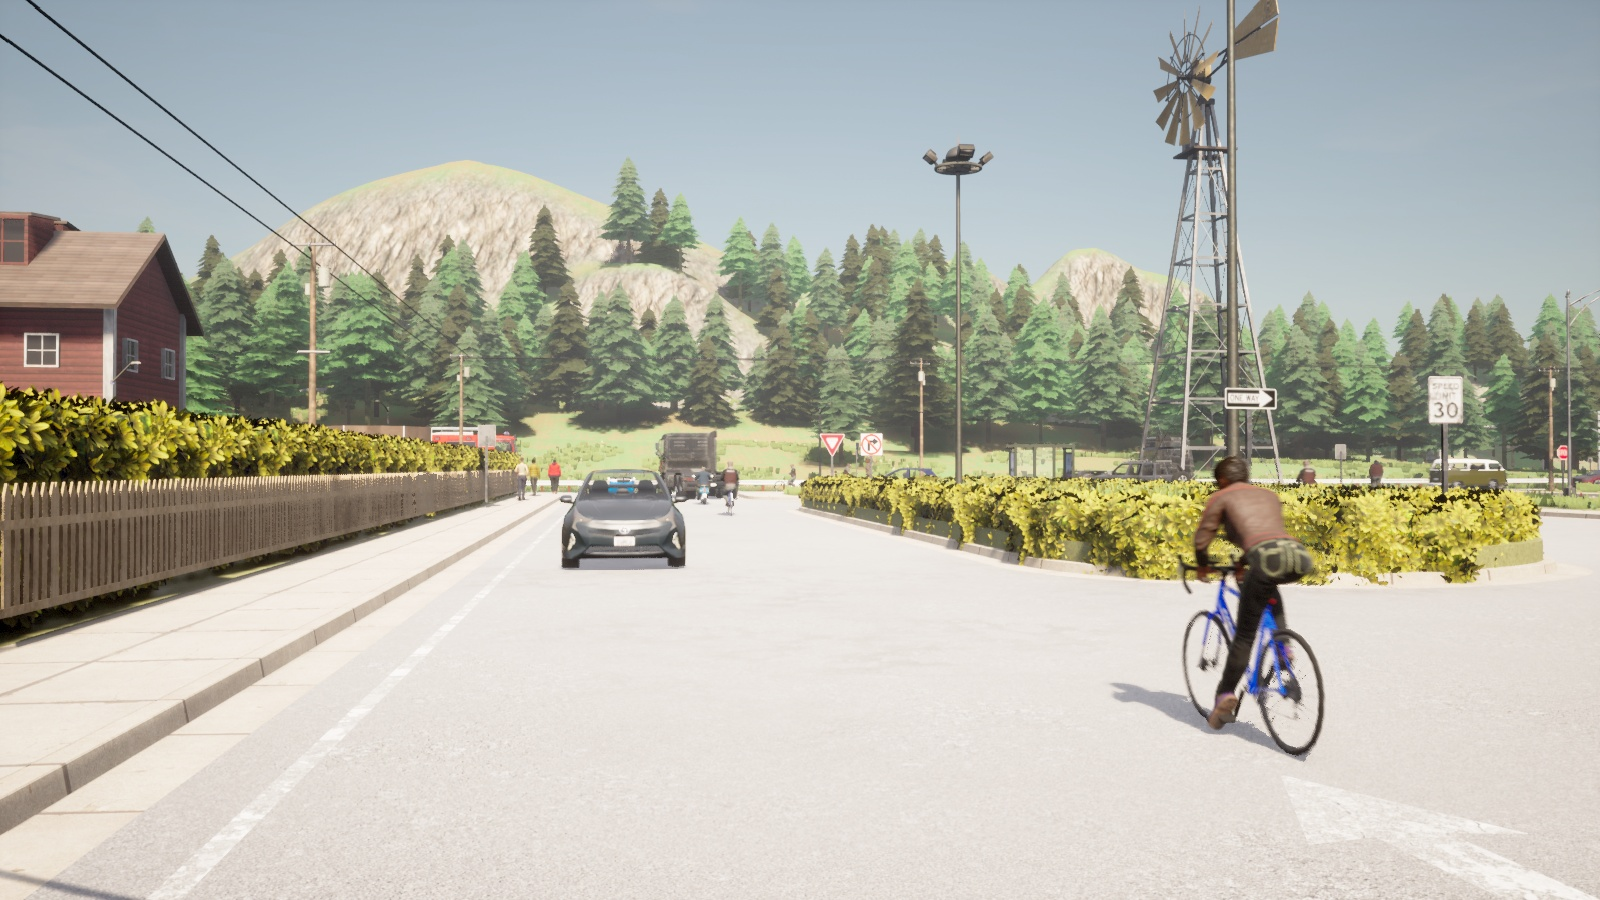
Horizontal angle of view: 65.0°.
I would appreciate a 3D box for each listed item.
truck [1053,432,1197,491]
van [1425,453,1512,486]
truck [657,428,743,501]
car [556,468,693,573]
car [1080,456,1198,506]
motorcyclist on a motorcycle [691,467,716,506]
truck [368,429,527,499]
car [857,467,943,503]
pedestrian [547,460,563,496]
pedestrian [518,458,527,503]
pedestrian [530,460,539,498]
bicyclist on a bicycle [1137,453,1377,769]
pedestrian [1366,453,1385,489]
[{"bbox_3d":[19.659,0.681,76.158,7.936,3.462,2.891,0,-1,-8],"label":"truck"},{"bbox_3d":[42.213,1.233,79.349,4.480,2.038,2.069,0,-1,-8],"label":"van"},{"bbox_3d":[-5.225,0.736,64.061,2.891,3.462,7.936,-1,-1,-15],"label":"truck"},{"bbox_3d":[-2.912,1.065,20.777,2.007,1.525,4.514,0,-1,-8],"label":"car"},{"bbox_3d":[13.112,1.172,48.869,1.932,1.855,4.605,0,-1,-24],"label":"car"},{"bbox_3d":[-4.042,1.507,52.485,0.866,1.590,1.817,0,-1,-8],"label":"motorcyclist on a motorcycle"},{"bbox_3d":[-19.820,0.774,70.953,8.468,3.827,2.891,0,-1,-15],"label":"truck"},{"bbox_3d":[4.358,1.518,54.319,3.633,1.501,1.845,-1,-1,7],"label":"car"},{"bbox_3d":[-12.891,1.467,66.013,0.634,1.844,0.899,-1,-1,3],"label":"pedestrian"},{"bbox_3d":[-11.624,1.276,52.577,0.345,1.836,0.594,0,-1,-8],"label":"pedestrian"},{"bbox_3d":[-12.868,1.398,60.847,0.431,1.840,0.709,0,-1,-11],"label":"pedestrian"},{"bbox_3d":[2.588,0.843,7.329,0.582,1.620,1.656,0,-1,-8],"label":"bicyclist on a bicycle"},{"bbox_3d":[29.172,1.068,63.658,0.634,1.844,0.899,-1,-1,10],"label":"pedestrian"}]
